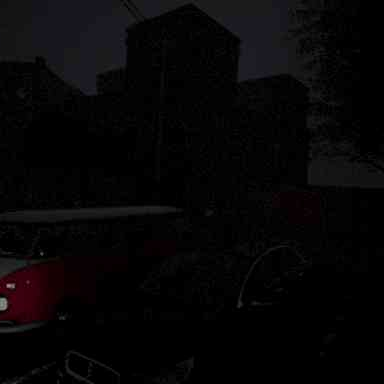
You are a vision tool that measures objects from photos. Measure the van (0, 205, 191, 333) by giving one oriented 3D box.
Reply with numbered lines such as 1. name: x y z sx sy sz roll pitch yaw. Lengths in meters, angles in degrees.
1. van: -1.877 1.288 6.481 1.878 1.987 4.442 0 0 36

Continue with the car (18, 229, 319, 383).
1. car: 0.469 1.499 4.957 2.231 1.521 4.892 0 0 36
